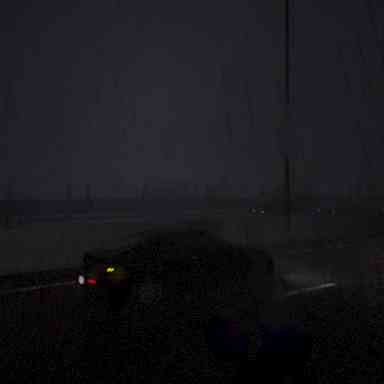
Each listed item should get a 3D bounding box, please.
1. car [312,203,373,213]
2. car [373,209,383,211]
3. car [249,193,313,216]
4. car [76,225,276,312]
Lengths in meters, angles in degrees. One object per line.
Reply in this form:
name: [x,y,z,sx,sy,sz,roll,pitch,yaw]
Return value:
car: [12.065,1.512,25.715,4.718,1.301,1.895,0,0,-21]
car: [15.395,1.522,23.245,4.718,1.301,1.895,0,0,-20]
car: [7.463,1.124,27.604,5.566,2.045,2.150,0,0,-23]
car: [-0.184,1.498,7.608,4.674,1.442,1.812,0,0,-33]
